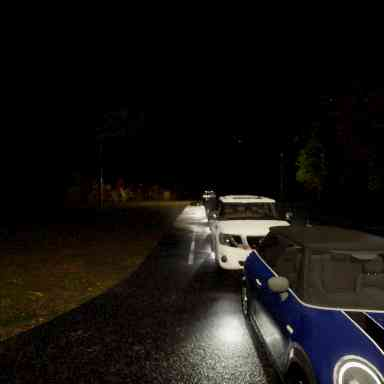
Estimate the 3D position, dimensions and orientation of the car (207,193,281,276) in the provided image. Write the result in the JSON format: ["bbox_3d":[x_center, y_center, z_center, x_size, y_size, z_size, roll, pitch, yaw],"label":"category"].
[{"bbox_3d":[1.727,1.160,10.489,2.150,2.045,5.566,0,0,1],"label":"car"}]

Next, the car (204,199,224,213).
[{"bbox_3d":[2.303,1.415,35.419,1.895,1.301,4.718,0,0,1],"label":"car"}]

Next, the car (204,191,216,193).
[{"bbox_3d":[2.833,0.938,54.427,2.150,2.045,5.566,0,0,2],"label":"car"}]

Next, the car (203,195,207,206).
[{"bbox_3d":[2.158,1.322,29.330,1.882,1.535,5.008,0,0,1],"label":"car"}]

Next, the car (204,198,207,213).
[{"bbox_3d":[2.012,1.380,23.076,1.837,1.490,4.892,0,0,1],"label":"car"}]

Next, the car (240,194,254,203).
[{"bbox_3d":[9.892,1.195,60.404,1.837,1.490,4.892,0,0,1],"label":"car"}]

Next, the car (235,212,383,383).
[{"bbox_3d":[1.940,1.338,4.143,2.097,1.767,4.553,0,0,0],"label":"car"}]

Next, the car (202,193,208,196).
[{"bbox_3d":[2.460,1.275,41.585,2.128,1.511,4.902,0,0,2],"label":"car"}]

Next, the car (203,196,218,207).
[{"bbox_3d":[2.646,1.314,47.994,1.994,1.385,4.181,0,0,2],"label":"car"}]
